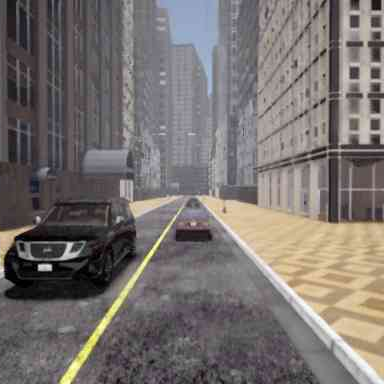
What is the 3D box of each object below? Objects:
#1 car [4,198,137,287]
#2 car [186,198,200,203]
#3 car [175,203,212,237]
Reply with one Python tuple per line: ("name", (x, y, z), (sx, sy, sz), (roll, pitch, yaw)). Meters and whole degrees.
("car", (-3.011, 1.214, 9.637), (2.150, 2.045, 5.566), (0, 0, 1))
("car", (0.136, 1.513, 44.585), (1.812, 1.442, 4.674), (0, 0, 0))
("car", (0.082, 1.535, 17.952), (2.033, 1.411, 5.357), (0, 0, 0))
